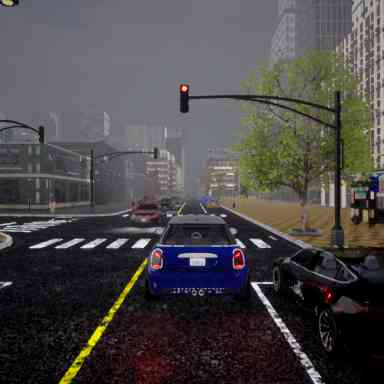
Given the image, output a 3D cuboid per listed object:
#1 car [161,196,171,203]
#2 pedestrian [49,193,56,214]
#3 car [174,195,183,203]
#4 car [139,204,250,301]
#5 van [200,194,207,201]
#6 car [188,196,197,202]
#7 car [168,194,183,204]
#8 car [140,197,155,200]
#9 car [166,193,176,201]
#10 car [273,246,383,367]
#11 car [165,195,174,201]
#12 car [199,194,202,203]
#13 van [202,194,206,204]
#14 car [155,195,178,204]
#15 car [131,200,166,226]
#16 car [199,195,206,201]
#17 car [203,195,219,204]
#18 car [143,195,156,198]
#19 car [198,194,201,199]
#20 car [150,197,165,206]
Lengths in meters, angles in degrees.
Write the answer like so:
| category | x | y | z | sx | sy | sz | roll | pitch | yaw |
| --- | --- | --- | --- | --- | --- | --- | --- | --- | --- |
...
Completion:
| category | x | y | z | sx | sy | sz | roll | pitch | yaw |
| --- | --- | --- | --- | --- | --- | --- | --- | --- | --- |
| car | -5.608 | 1.532 | 71.416 | 1.752 | 1.417 | 4.829 | 0 | 0 | 0 |
| pedestrian | -12.716 | 1.039 | 30.292 | 0.375 | 1.860 | 0.375 | 0 | -1 | -1 |
| car | -2.920 | 1.472 | 72.133 | 1.882 | 1.535 | 5.008 | 0 | 0 | 0 |
| car | 0.110 | 1.353 | 8.462 | 2.097 | 1.767 | 4.553 | 0 | 0 | 0 |
| van | 2.787 | 1.349 | 82.681 | 1.690 | 1.788 | 3.998 | 0 | 0 | 0 |
| car | 0.089 | 1.548 | 79.296 | 2.033 | 1.411 | 5.357 | 0 | 0 | 0 |
| car | -3.027 | 1.530 | 56.464 | 1.812 | 1.442 | 4.674 | 0 | 0 | 0 |
| car | -5.644 | 1.585 | 38.280 | 1.802 | 1.307 | 4.206 | 0 | 0 | 0 |
| car | -5.588 | 1.324 | 88.239 | 2.192 | 1.841 | 5.009 | 0 | 0 | 0 |
| car | 2.700 | 1.566 | 5.795 | 1.947 | 1.339 | 4.313 | 0 | 0 | 0 |
| car | -5.595 | 1.559 | 82.688 | 2.008 | 1.369 | 4.403 | 0 | 0 | 0 |
| car | 2.760 | 1.556 | 60.477 | 2.008 | 1.369 | 4.403 | 0 | 0 | 0 |
| van | 2.749 | 1.345 | 49.375 | 1.690 | 1.788 | 3.998 | 0 | 0 | 0 |
| car | -3.056 | 1.507 | 39.983 | 1.837 | 1.490 | 4.892 | 0 | 0 | 0 |
| car | -3.071 | 1.527 | 23.380 | 1.812 | 1.442 | 4.674 | 0 | 0 | 0 |
| car | 2.792 | 1.534 | 88.402 | 1.752 | 1.417 | 4.829 | 0 | 0 | 0 |
| car | 2.742 | 1.528 | 43.994 | 1.752 | 1.417 | 4.829 | 0 | 0 | 0 |
| car | -5.637 | 1.318 | 43.831 | 2.192 | 1.841 | 5.009 | 0 | 0 | 0 |
| car | 2.773 | 1.572 | 71.579 | 1.947 | 1.339 | 4.313 | 0 | 0 | 0 |
| car | -5.626 | 1.555 | 54.933 | 2.008 | 1.369 | 4.403 | 0 | 0 | 0 |
